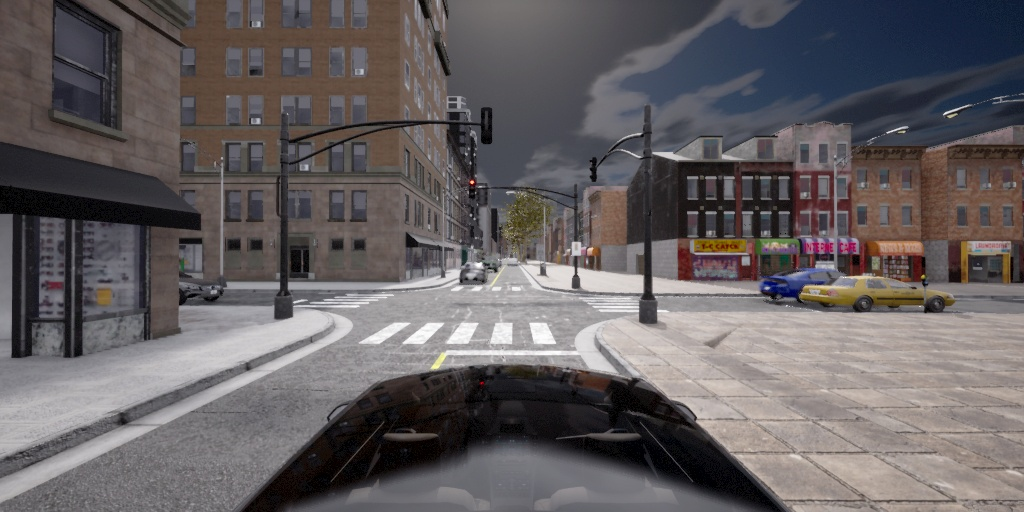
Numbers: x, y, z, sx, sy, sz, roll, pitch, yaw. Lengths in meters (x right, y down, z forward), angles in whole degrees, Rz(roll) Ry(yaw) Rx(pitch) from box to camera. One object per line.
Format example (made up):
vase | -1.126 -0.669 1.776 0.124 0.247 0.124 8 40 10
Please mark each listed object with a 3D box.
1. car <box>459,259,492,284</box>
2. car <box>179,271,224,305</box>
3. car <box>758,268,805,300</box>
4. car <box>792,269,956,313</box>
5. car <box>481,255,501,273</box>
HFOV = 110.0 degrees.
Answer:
car | -2.842 1.230 26.984 2.128 1.511 4.902 0 0 -1
car | -14.412 1.195 14.520 4.674 1.442 1.812 0 0 0
car | 13.965 1.316 16.184 5.008 1.535 1.882 0 0 -1
car | 13.881 1.346 13.694 4.829 1.417 1.751 0 0 0
car | -2.863 0.943 43.927 2.150 2.045 5.566 0 1 0
